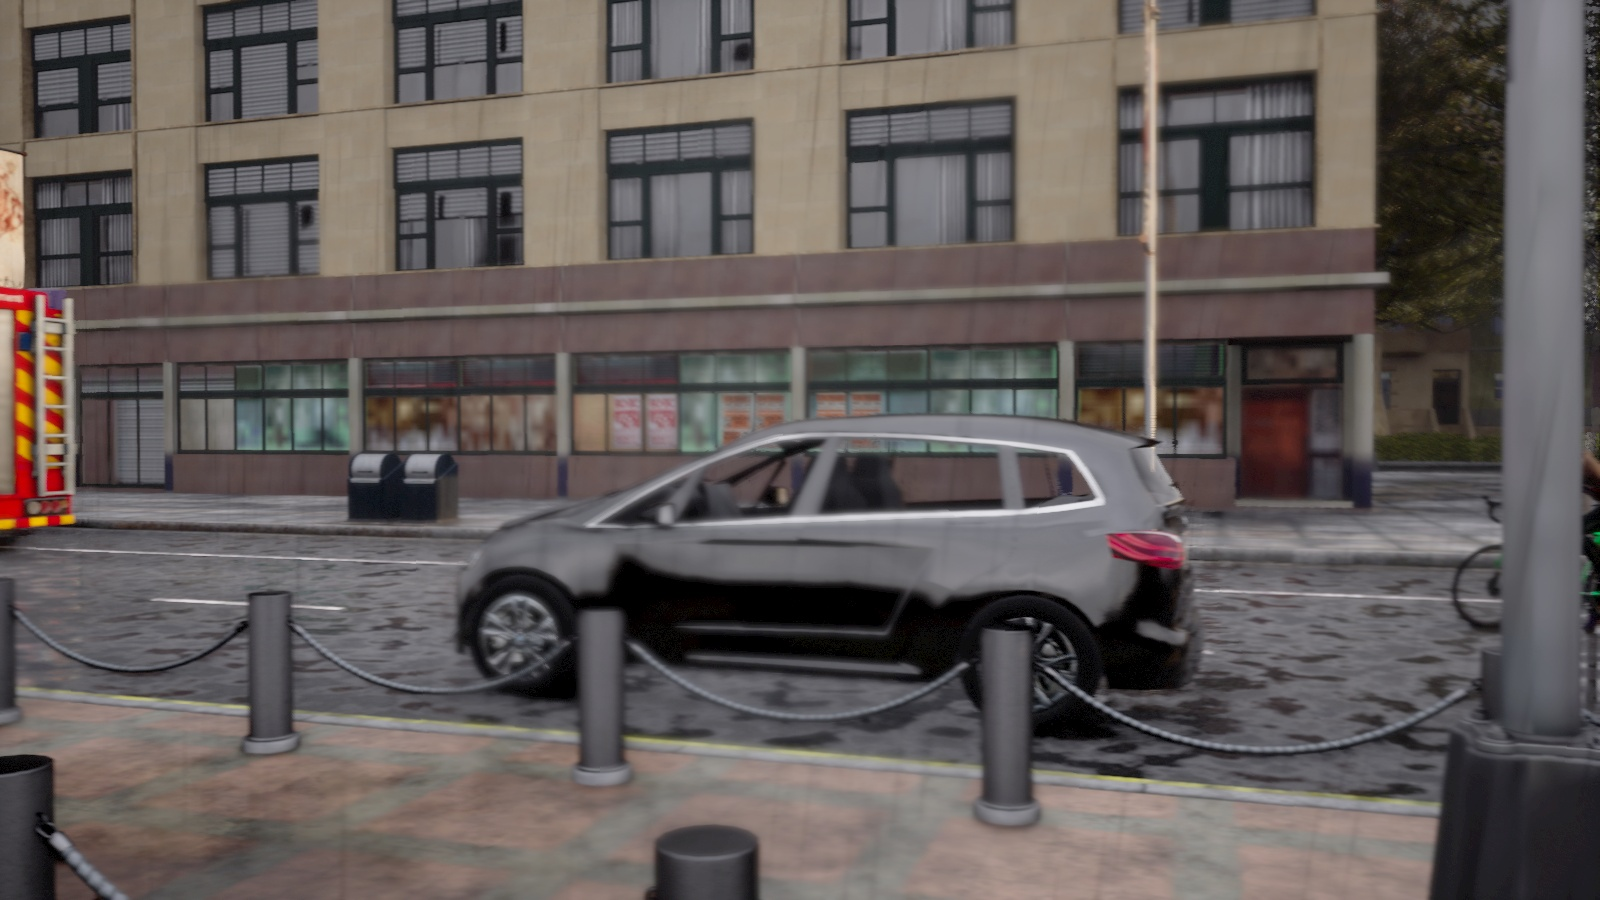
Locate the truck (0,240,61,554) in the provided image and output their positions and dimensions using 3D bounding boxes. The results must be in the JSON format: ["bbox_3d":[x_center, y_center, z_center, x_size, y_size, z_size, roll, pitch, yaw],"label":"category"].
[{"bbox_3d":[-13.973,-0.679,16.108,8.468,3.827,2.891,1,1,18],"label":"truck"}]

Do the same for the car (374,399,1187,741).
[{"bbox_3d":[-0.014,0.541,7.891,4.611,1.667,2.242,1,1,18],"label":"car"}]

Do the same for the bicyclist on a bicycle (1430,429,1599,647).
[{"bbox_3d":[5.819,0.650,9.666,1.656,1.620,0.582,0,1,18],"label":"bicyclist on a bicycle"}]
